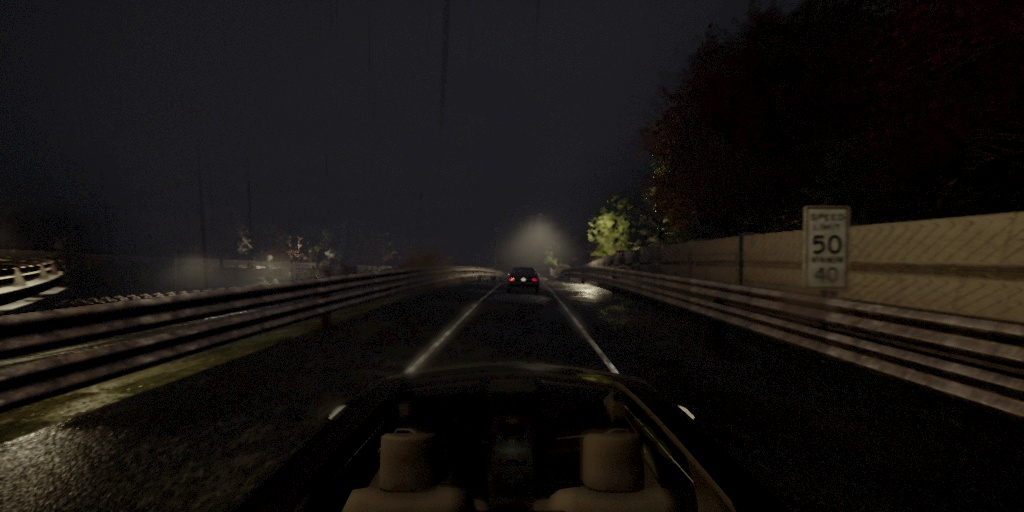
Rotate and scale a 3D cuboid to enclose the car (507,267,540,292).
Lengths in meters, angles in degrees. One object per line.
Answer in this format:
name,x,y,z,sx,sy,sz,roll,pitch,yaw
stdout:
car,0.695,1.369,21.742,2.033,1.411,5.357,0,-1,2
